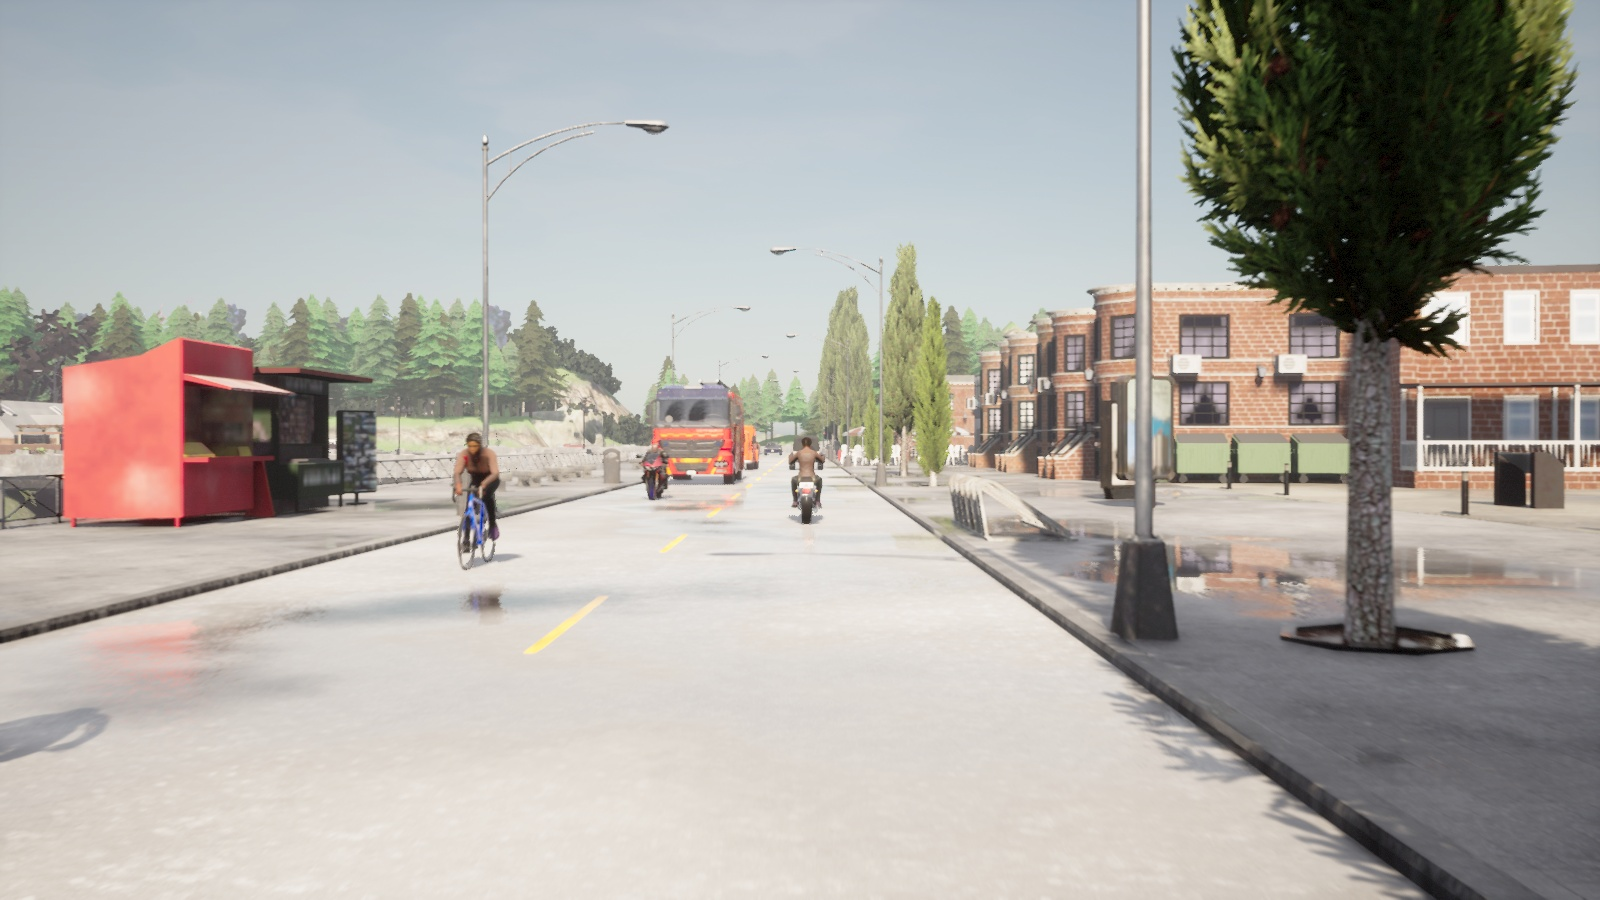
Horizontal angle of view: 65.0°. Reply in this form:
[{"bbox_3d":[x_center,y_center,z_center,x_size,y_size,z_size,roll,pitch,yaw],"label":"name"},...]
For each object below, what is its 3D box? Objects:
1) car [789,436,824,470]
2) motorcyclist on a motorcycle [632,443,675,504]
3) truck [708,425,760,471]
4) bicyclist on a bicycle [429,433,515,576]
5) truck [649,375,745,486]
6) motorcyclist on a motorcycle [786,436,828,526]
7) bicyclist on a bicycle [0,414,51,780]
[{"bbox_3d":[0.361,0.146,70.632,1.905,1.878,3.866,0,0,0],"label":"car"},{"bbox_3d":[-3.824,0.592,33.044,0.866,1.530,2.191,0,0,0],"label":"motorcyclist on a motorcycle"},{"bbox_3d":[-3.640,-0.139,70.305,2.627,2.467,5.204,0,0,0],"label":"truck"},{"bbox_3d":[-3.903,0.612,15.047,0.582,1.620,1.656,0,1,0],"label":"bicyclist on a bicycle"},{"bbox_3d":[-3.748,-0.689,47.625,2.891,3.827,8.468,0,0,1],"label":"truck"},{"bbox_3d":[0.131,0.561,24.085,0.766,1.649,2.350,0,0,1],"label":"motorcyclist on a motorcycle"},{"bbox_3d":[-3.959,0.651,5.149,0.866,1.612,1.509,0,0,0],"label":"bicyclist on a bicycle"}]
